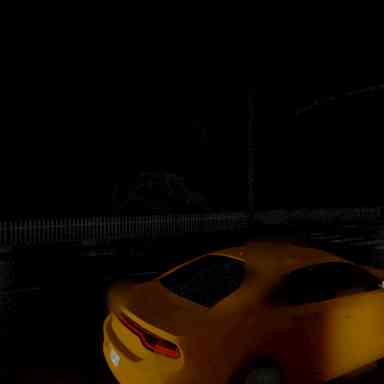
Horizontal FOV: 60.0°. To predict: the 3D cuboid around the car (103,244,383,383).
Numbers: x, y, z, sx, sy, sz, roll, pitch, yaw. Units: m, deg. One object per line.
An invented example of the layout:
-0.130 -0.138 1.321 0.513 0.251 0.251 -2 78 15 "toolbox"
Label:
1.371 1.479 4.557 5.008 1.535 1.882 0 0 -30 "car"
